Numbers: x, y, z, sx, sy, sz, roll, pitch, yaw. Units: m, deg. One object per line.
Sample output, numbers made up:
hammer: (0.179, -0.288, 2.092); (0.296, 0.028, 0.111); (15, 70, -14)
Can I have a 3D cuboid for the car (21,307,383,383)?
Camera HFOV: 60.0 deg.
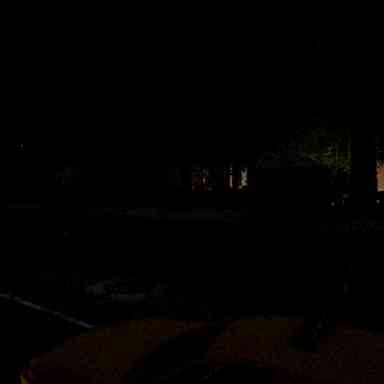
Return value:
car: (0.602, 1.525, 2.392); (4.829, 1.417, 1.752); (0, -1, 36)
